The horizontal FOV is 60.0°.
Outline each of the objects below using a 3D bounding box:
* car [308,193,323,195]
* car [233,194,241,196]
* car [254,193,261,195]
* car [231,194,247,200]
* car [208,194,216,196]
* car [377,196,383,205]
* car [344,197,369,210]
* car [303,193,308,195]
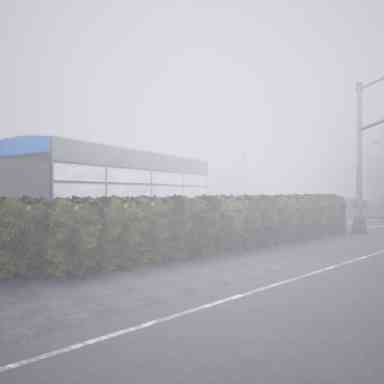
[{"bbox_3d":[27.179,1.097,70.648,4.605,1.855,1.932,0,0,-41],"label":"car"},{"bbox_3d":[8.946,1.298,63.519,4.514,1.523,2.007,0,0,-41],"label":"car"},{"bbox_3d":[16.693,1.153,82.340,5.027,1.636,2.152,0,0,-41],"label":"car"},{"bbox_3d":[12.288,1.232,87.019,3.806,1.475,1.970,0,0,-41],"label":"car"},{"bbox_3d":[4.546,1.298,85.242,4.514,1.523,2.007,0,0,-41],"label":"car"},{"bbox_3d":[31.531,1.384,53.866,3.806,1.475,1.970,0,0,-41],"label":"car"},{"bbox_3d":[19.290,1.339,39.529,4.514,1.523,2.007,0,0,-41],"label":"car"},{"bbox_3d":[24.982,1.077,72.595,3.866,1.878,1.905,0,0,-41],"label":"car"}]
